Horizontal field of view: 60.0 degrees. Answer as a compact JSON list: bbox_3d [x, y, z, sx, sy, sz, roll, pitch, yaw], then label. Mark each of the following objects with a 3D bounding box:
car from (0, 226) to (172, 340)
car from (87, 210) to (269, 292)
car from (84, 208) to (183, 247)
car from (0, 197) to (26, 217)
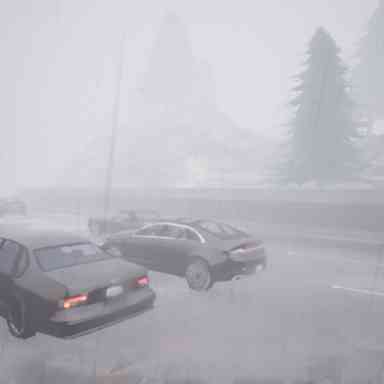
[{"bbox_3d":[-3.106,1.484,6.484,5.357,1.411,2.033,1,0,39],"label":"car"},{"bbox_3d":[-0.407,1.445,8.868,4.902,1.511,2.128,1,0,38],"label":"car"},{"bbox_3d":[-2.827,1.497,15.361,4.718,1.301,1.895,1,0,41],"label":"car"},{"bbox_3d":[-15.390,1.193,27.830,2.128,1.511,4.902,0,0,-42],"label":"car"}]
